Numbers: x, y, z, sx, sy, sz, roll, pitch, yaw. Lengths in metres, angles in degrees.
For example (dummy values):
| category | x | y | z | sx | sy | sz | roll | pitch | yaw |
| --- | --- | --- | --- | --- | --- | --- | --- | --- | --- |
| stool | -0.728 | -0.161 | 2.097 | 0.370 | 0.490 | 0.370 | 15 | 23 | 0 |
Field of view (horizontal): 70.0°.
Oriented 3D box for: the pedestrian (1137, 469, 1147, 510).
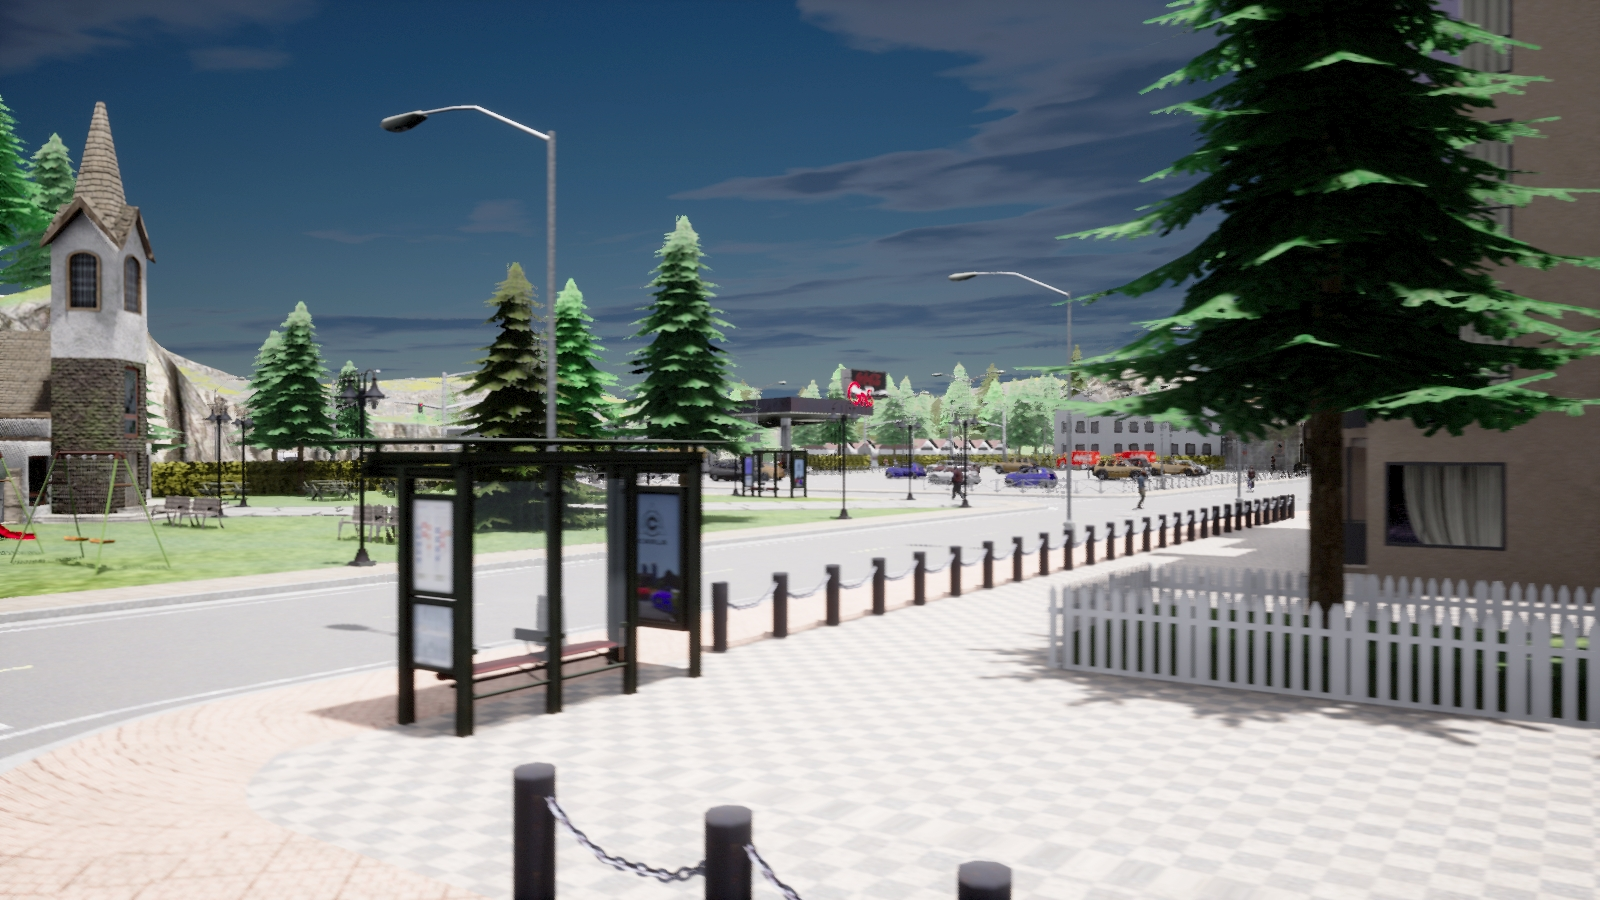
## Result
| category | x | y | z | sx | sy | sz | roll | pitch | yaw |
| --- | --- | --- | --- | --- | --- | --- | --- | --- | --- |
| pedestrian | 15.841 | 1.834 | 52.943 | 0.375 | 1.860 | 0.375 | 0 | 0 | 34 |

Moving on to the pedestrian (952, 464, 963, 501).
| category | x | y | z | sx | sy | sz | roll | pitch | yaw |
| --- | --- | --- | --- | --- | --- | --- | --- | --- | --- |
| pedestrian | 8.010 | 1.638 | 58.124 | 0.375 | 1.860 | 0.375 | 0 | 0 | 40 |
